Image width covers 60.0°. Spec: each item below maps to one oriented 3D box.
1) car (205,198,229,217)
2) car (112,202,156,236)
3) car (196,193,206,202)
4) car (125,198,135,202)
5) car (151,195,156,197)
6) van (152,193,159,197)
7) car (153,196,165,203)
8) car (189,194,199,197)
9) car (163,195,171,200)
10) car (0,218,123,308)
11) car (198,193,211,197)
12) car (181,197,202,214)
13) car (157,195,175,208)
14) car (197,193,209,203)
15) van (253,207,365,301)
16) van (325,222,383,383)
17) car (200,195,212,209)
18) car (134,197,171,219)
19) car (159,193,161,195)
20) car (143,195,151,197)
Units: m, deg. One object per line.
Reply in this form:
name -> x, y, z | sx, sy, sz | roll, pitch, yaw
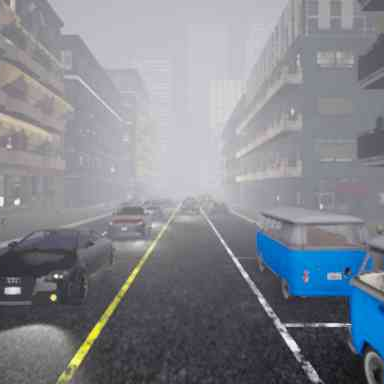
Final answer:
car -> 2.415, 1.509, 30.404 | 1.802, 1.307, 4.206 | -1, 0, -1
car -> -3.243, 1.487, 18.113 | 1.812, 1.442, 4.674 | 0, 0, -1
car -> 2.004, 1.142, 75.218 | 2.192, 1.841, 5.009 | -1, 0, -1
car -> -5.933, 1.518, 30.358 | 1.802, 1.307, 4.206 | -1, 0, -1
car -> -6.035, 1.462, 41.561 | 2.008, 1.369, 4.403 | -1, 0, -1
van -> -6.089, 1.239, 47.162 | 1.690, 1.788, 3.998 | -1, 0, -1
car -> -6.278, 1.412, 63.968 | 2.008, 1.369, 4.403 | -1, 0, -1
car -> -0.318, 1.399, 46.844 | 1.837, 1.490, 4.892 | 0, 1, -1
car -> -6.474, 1.394, 86.375 | 1.802, 1.307, 4.206 | -1, 0, -1
car -> -3.155, 1.549, 7.855 | 1.994, 1.385, 4.181 | 0, 0, 0
car -> 2.207, 1.191, 52.811 | 2.192, 1.841, 5.009 | -1, 0, -1
car -> -0.203, 1.521, 34.531 | 1.895, 1.301, 4.718 | 0, 0, -1
car -> -3.413, 1.463, 46.081 | 1.994, 1.385, 4.181 | 0, 0, 0
car -> 2.105, 1.167, 64.015 | 2.192, 1.841, 5.009 | -1, 0, -1
van -> 2.615, 1.320, 7.996 | 1.690, 1.788, 3.998 | -1, 0, -1
van -> 2.665, 1.333, 2.394 | 1.690, 1.788, 3.998 | -1, 0, -1
car -> 2.310, 1.427, 41.778 | 1.752, 1.417, 4.829 | -1, 0, -1
car -> -3.299, 1.429, 28.559 | 2.128, 1.511, 4.902 | 0, 0, 0
car -> -6.214, 1.188, 58.365 | 2.192, 1.841, 5.009 | -1, 0, -1
car -> -5.986, 1.364, 35.959 | 1.967, 1.590, 4.097 | -1, 0, -1
